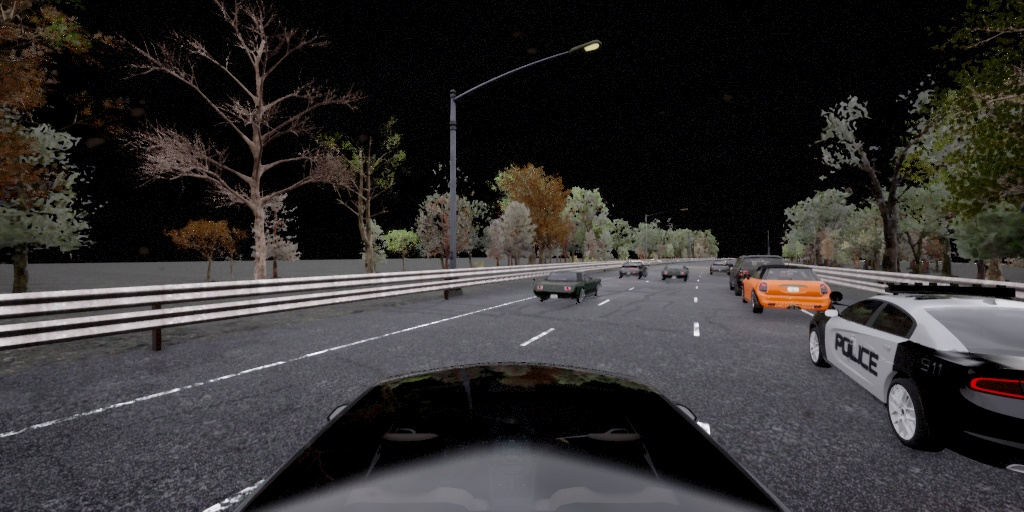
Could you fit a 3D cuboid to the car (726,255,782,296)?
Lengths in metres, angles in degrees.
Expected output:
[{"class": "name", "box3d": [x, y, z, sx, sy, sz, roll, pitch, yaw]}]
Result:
[{"class": "car", "box3d": [12.789, 0.978, 18.759, 2.150, 2.045, 5.566, 0, 0, 28]}]

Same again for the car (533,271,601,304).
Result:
[{"class": "car", "box3d": [2.740, 1.351, 16.607, 1.895, 1.301, 4.718, 0, 0, 27]}]

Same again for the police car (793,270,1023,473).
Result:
[{"class": "police car", "box3d": [5.644, 1.175, 4.758, 1.930, 1.638, 5.238, 0, 0, 26]}]

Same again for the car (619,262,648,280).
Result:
[{"class": "car", "box3d": [10.945, 1.249, 32.168, 2.128, 1.511, 4.902, 0, 0, 28]}]

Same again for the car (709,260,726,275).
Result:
[{"class": "car", "box3d": [22.514, 1.260, 38.836, 2.128, 1.511, 4.902, 0, 0, 30]}]

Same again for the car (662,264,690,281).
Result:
[{"class": "car", "box3d": [13.806, 1.359, 30.112, 1.895, 1.301, 4.718, 0, 0, 28]}]

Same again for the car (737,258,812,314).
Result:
[{"class": "car", "box3d": [10.035, 1.102, 13.446, 2.097, 1.767, 4.553, 0, 0, 27]}]
